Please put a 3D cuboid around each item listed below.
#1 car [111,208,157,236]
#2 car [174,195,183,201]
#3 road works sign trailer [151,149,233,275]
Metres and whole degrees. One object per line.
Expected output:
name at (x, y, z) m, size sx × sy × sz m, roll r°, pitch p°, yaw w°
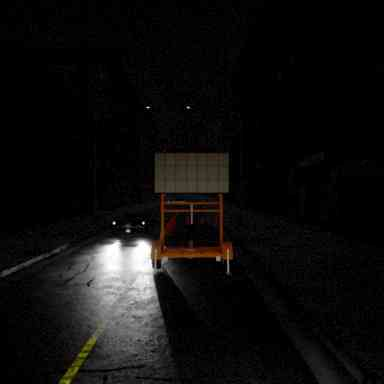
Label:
car at (-3.109, 1.595, 18.482) m, size 1.895 × 1.301 × 4.718 m, roll 0°, pitch 0°, yaw 0°
car at (-3.037, 1.383, 76.956) m, size 1.882 × 1.535 × 5.008 m, roll 0°, pitch 0°, yaw 0°
road works sign trailer at (-0.005, 0.463, 10.473) m, size 2.380 × 3.560 × 2.880 m, roll 0°, pitch 0°, yaw 0°
